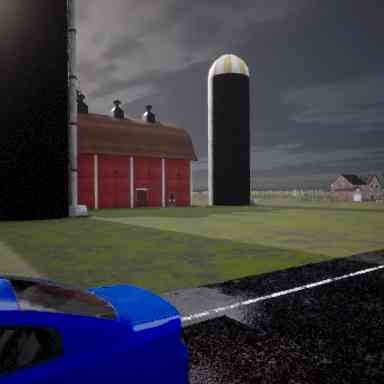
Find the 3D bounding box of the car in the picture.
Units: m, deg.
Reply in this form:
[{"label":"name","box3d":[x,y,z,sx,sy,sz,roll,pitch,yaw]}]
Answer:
[{"label":"car","box3d":[-2.370,1.478,2.297,5.008,1.535,1.882,0,0,-35]}]
